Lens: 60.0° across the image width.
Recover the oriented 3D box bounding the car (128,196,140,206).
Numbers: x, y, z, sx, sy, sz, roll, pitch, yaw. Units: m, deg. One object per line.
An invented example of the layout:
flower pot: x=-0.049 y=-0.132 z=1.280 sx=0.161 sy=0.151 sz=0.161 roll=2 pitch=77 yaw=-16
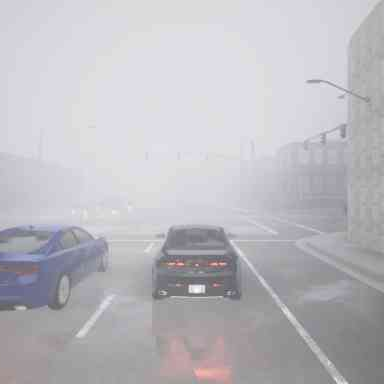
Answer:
car: x=-10.434 y=1.490 z=54.920 sx=2.128 sy=1.511 sz=4.902 roll=0 pitch=0 yaw=0

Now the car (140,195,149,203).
car: x=-10.300 y=1.471 z=70.244 sx=1.882 sy=1.535 sz=5.008 roll=0 pitch=0 yaw=0

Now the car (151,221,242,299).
car: x=0.103 y=1.505 z=8.433 sx=1.837 sy=1.490 sz=4.892 roll=0 pitch=0 yaw=0

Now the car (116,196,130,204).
car: x=-13.818 y=1.526 z=66.957 sx=1.812 sy=1.442 sz=4.674 roll=0 pitch=0 yaw=1

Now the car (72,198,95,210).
car: x=-13.966 y=1.526 z=43.341 sx=1.812 sy=1.442 sz=4.674 roll=0 pitch=0 yaw=0

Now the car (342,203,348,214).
car: x=14.995 y=1.015 z=27.476 sx=5.008 sy=1.535 sz=1.882 roll=-5 pitch=0 yaw=0

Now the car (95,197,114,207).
car: x=-13.939 y=1.564 z=53.297 sx=1.994 sy=1.385 sz=4.181 roll=0 pitch=0 yaw=0

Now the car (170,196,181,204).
car: x=-3.211 y=1.478 z=65.952 sx=1.882 sy=1.535 sz=5.008 roll=0 pitch=0 yaw=0

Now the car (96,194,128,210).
car: x=-10.470 y=1.221 z=44.026 sx=2.150 sy=2.045 sz=5.566 roll=0 pitch=0 yaw=0

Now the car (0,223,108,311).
car: x=-3.401 y=1.478 z=7.887 sx=1.882 sy=1.535 sz=5.008 roll=0 pitch=0 yaw=0
